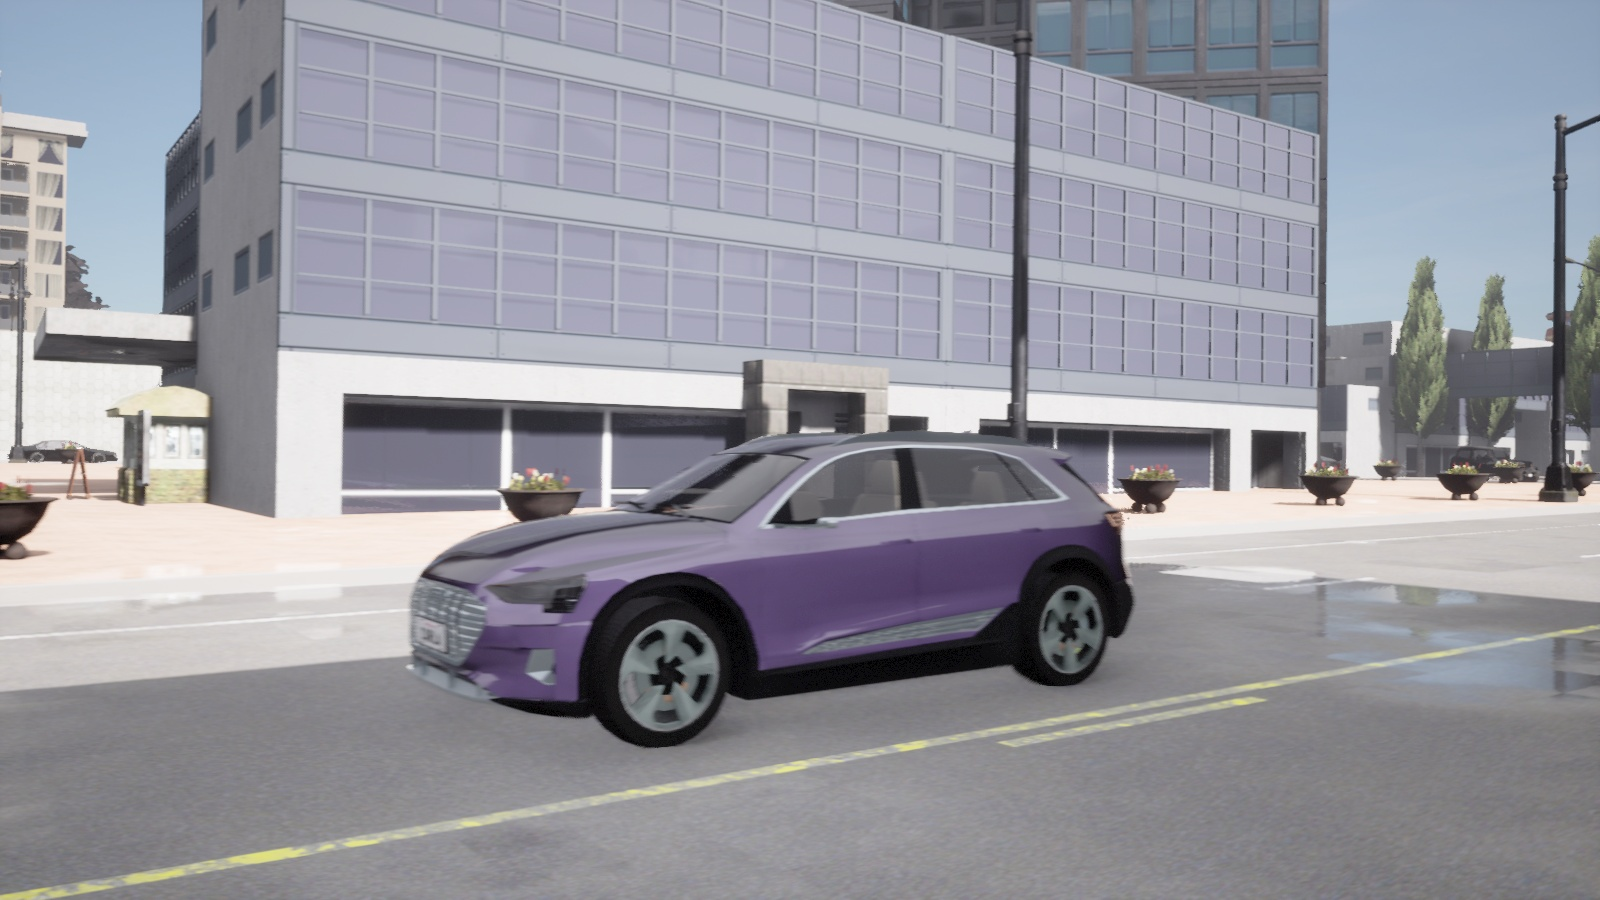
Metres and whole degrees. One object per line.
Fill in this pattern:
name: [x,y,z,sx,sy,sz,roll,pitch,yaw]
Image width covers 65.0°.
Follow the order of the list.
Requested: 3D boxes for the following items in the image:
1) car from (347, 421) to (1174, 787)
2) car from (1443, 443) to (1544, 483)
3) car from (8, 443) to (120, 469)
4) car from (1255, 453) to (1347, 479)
car: [-0.067,0.690,7.876,4.856,1.649,2.033,0,0,-35]
car: [33.917,0.613,61.498,1.905,1.878,3.866,1,0,-35]
car: [-41.593,0.332,70.983,5.357,1.411,2.033,1,-1,-33]
car: [29.538,0.910,74.243,1.837,1.490,4.892,1,-1,-33]
